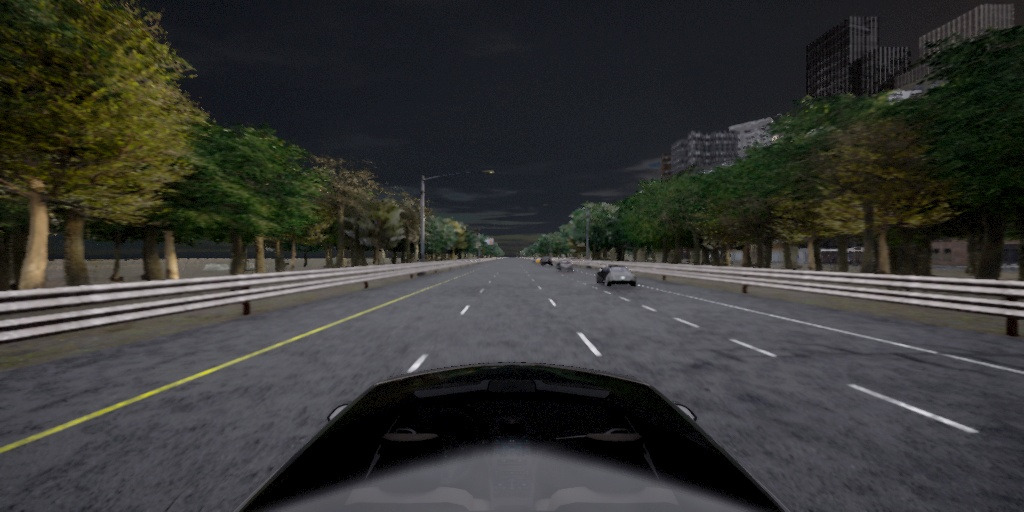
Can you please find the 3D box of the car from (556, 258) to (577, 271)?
[{"bbox_3d":[7.076,1.289,48.894,2.128,1.511,4.902,0,0,0],"label":"car"}]

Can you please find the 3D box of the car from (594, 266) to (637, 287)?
[{"bbox_3d":[7.010,1.335,24.650,1.994,1.385,4.181,0,0,0],"label":"car"}]
